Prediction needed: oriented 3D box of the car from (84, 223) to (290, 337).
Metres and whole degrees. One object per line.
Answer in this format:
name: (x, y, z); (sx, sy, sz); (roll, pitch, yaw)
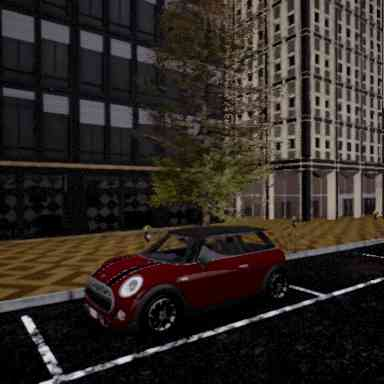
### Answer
car: (0.018, 1.444, 6.587); (4.097, 1.590, 1.967); (0, -1, -36)
